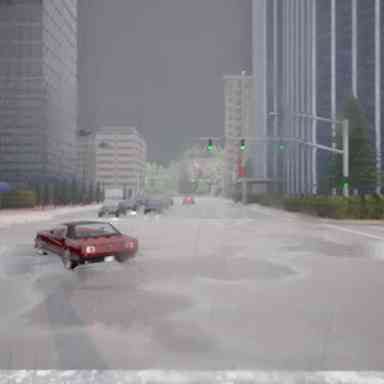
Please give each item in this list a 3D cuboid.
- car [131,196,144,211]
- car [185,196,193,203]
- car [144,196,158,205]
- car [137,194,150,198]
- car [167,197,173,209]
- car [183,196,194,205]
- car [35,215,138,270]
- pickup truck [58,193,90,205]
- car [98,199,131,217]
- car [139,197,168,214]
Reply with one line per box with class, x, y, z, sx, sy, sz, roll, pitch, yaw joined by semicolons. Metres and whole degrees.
car;-7.555;1.590;41.132;1.837;1.490;4.892;0;0;0
car;-0.676;1.667;72.565;1.812;1.442;4.674;0;0;0
car;-7.609;1.603;62.007;1.882;1.535;5.008;0;0;0
car;-7.561;1.327;51.539;2.150;2.045;5.566;0;0;0
car;-4.070;1.597;45.793;1.837;1.490;4.892;0;0;0
car;-0.608;1.475;62.274;2.097;1.767;4.553;0;0;0
car;-3.769;1.625;11.253;1.895;1.301;4.718;0;0;-39
pickup truck;-20.705;1.183;57.860;2.390;2.098;6.274;0;0;30
car;-7.514;1.592;31.878;1.812;1.442;4.674;0;0;1
car;-4.037;1.620;35.949;2.033;1.411;5.357;0;0;0
